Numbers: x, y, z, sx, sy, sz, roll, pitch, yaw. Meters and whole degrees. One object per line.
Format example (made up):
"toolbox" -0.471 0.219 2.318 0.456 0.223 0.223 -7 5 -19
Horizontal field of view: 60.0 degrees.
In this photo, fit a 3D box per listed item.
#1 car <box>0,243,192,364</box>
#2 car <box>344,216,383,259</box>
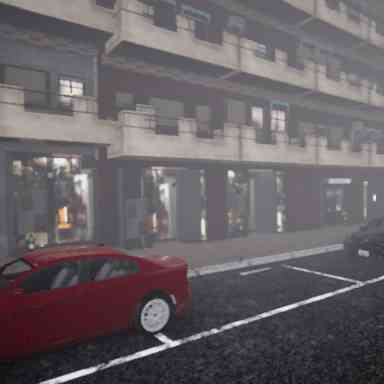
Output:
"car" -2.102 1.542 5.075 4.507 1.381 1.887 0 -1 -35
"car" 7.126 1.530 11.649 4.313 1.339 1.947 0 -1 -35
